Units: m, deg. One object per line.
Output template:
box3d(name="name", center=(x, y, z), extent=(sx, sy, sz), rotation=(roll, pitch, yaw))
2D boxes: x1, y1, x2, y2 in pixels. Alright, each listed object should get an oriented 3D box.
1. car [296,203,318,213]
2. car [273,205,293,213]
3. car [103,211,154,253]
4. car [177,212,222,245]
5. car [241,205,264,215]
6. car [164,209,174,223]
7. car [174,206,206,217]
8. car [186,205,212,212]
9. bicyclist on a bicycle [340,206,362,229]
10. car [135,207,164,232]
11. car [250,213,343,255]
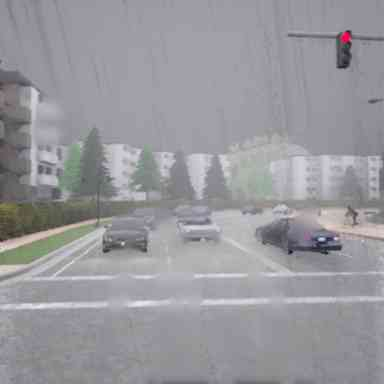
box3d(name="car", center=(19.687, 2.697, 56.705), extent=(4.902, 1.511, 2.128), rotation=(1, -2, -40))
box3d(name="car", center=(13.399, 2.577, 48.960), extent=(1.812, 1.442, 4.674), rotation=(-1, -1, 32))
box3d(name="car", center=(-2.912, 1.863, 15.587), extent=(1.837, 1.490, 4.892), rotation=(0, -1, -5))
box3d(name="car", center=(0.367, 2.003, 18.004), extent=(1.895, 1.301, 4.718), rotation=(0, -1, -5))
box3d(name="car", center=(8.815, 2.594, 48.189), extent=(2.033, 1.411, 5.357), rotation=(-1, -1, 29))
box3d(name="car", center=(-3.287, 2.358, 33.641), extent=(1.895, 1.301, 4.718), rotation=(0, -1, 8))
box3d(name="car", center=(-0.261, 2.164, 27.628), extent=(2.033, 1.411, 5.357), rotation=(0, -1, -2))
box3d(name="car", center=(1.058, 2.320, 38.008), extent=(1.882, 1.535, 5.008), rotation=(0, -1, 14))
box3d(name="bicyclist on a bicycle", center=(11.267, 1.796, 23.542), extent=(1.656, 1.620, 0.582), rotation=(0, -1, -6))
box3d(name="car", center=(-3.475, 1.910, 24.599), extent=(2.097, 1.767, 4.553), rotation=(0, -1, -2))
box3d(name="car", center=(4.498, 1.870, 14.880), extent=(2.033, 1.411, 5.357), rotation=(0, -1, -8))
